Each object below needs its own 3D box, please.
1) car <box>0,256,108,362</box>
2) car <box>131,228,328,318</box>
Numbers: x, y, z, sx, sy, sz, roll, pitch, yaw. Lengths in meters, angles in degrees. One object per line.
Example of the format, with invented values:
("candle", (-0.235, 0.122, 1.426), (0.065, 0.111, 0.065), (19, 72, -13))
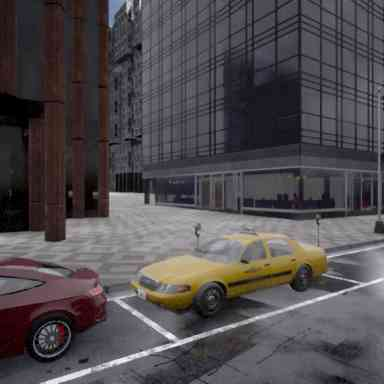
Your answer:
("car", (-3.238, 1.582, 4.344), (4.206, 1.307, 1.802), (0, 0, -35))
("car", (1.063, 1.525, 7.387), (4.829, 1.417, 1.752), (0, 0, -35))
